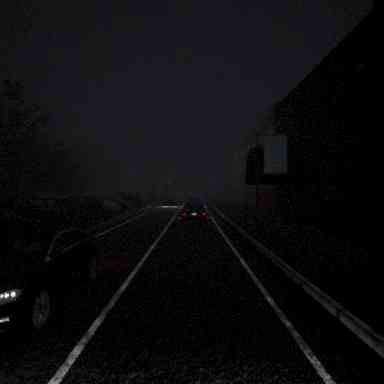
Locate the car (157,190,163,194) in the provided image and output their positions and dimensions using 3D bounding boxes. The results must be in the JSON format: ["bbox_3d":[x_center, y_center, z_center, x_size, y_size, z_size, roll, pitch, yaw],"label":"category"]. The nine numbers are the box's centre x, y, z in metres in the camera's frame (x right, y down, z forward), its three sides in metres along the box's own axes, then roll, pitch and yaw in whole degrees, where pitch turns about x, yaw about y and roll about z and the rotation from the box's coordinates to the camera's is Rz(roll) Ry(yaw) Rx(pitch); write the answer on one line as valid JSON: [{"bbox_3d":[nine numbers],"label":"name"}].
[{"bbox_3d":[-9.014,0.948,69.095,4.674,1.452,2.002,0,1,0],"label":"car"}]

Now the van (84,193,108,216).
[{"bbox_3d":[-9.374,1.253,26.572,4.442,1.987,1.878,0,0,0],"label":"van"}]

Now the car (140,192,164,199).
[{"bbox_3d":[-8.979,0.825,74.744,5.008,1.535,2.097,0,1,0],"label":"car"}]

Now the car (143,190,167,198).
[{"bbox_3d":[-8.924,0.486,80.392,5.566,2.045,2.435,0,1,0],"label":"car"}]

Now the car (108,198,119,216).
[{"bbox_3d":[-9.243,1.505,29.530,4.674,1.452,2.002,0,1,0],"label":"car"}]

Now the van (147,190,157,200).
[{"bbox_3d":[-9.181,0.802,60.615,4.442,1.987,1.878,0,1,0],"label":"van"}]

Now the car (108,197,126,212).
[{"bbox_3d":[-9.222,1.469,32.365,4.674,1.452,2.002,0,1,0],"label":"car"}]

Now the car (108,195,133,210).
[{"bbox_3d":[-9.203,1.389,35.189,5.008,1.535,2.097,0,1,0],"label":"car"}]

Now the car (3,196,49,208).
[{"bbox_3d":[-21.736,1.270,43.675,4.892,1.521,2.231,0,1,0],"label":"car"}]

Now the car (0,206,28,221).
[{"bbox_3d":[-9.332,1.434,12.564,5.008,1.535,2.097,0,0,0],"label":"car"}]

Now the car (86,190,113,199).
[{"bbox_3d":[-21.514,0.533,77.427,5.566,2.045,2.435,0,1,0],"label":"car"}]

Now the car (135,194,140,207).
[{"bbox_3d":[-9.179,1.349,40.841,4.674,1.452,2.002,0,1,0],"label":"car"}]

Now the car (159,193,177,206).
[{"bbox_3d":[-3.109,1.286,48.795,2.033,1.411,5.357,0,1,1],"label":"car"}]

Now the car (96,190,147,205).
[{"bbox_3d":[-9.189,1.018,43.662,5.566,2.045,2.435,0,1,0],"label":"car"}]

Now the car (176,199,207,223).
[{"bbox_3d":[0.155,1.520,24.918,2.033,1.411,5.357,0,0,0],"label":"car"}]

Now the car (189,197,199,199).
[{"bbox_3d":[0.272,1.362,42.871,2.033,1.411,5.357,0,1,0],"label":"car"}]

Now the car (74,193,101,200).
[{"bbox_3d":[-21.581,0.909,69.085,4.892,1.521,2.231,0,1,0],"label":"car"}]

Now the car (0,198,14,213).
[{"bbox_3d":[-21.812,1.419,35.207,4.792,1.488,2.163,0,1,0],"label":"car"}]

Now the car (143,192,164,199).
[{"bbox_3d":[-8.966,0.821,77.572,4.674,1.452,2.002,0,1,0],"label":"car"}]

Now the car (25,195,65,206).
[{"bbox_3d":[-21.703,1.190,49.197,5.008,1.535,2.097,0,1,0],"label":"car"}]

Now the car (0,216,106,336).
[{"bbox_3d":[-3.345,1.491,6.891,2.128,1.511,4.902,0,0,0],"label":"car"}]

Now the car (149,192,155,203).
[{"bbox_3d":[-8.927,1.146,52.141,5.366,1.575,1.946,0,1,0],"label":"car"}]

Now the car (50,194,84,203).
[{"bbox_3d":[-21.654,1.070,57.667,5.008,1.535,2.097,0,1,0],"label":"car"}]

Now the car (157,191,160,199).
[{"bbox_3d":[-9.019,1.018,63.443,4.792,1.488,2.163,0,1,0],"label":"car"}]

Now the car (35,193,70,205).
[{"bbox_3d":[-21.712,1.025,52.019,4.553,1.767,2.185,0,1,0],"label":"car"}]

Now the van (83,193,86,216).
[{"bbox_3d":[-9.406,1.238,21.042,4.442,1.987,1.878,0,0,0],"label":"van"}]

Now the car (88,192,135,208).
[{"bbox_3d":[-9.224,1.223,38.013,4.553,1.767,2.185,0,1,0],"label":"car"}]

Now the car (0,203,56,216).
[{"bbox_3d":[-9.326,1.444,15.389,5.008,1.535,2.097,0,0,0],"label":"car"}]

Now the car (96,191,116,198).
[{"bbox_3d":[-21.447,0.560,83.208,4.553,1.767,2.185,0,0,0],"label":"car"}]

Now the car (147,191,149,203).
[{"bbox_3d":[-9.160,1.063,49.315,4.553,1.767,2.185,0,1,0],"label":"car"}]

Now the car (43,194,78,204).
[{"bbox_3d":[-21.660,1.110,54.843,5.008,1.535,2.097,0,1,0],"label":"car"}]

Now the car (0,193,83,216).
[{"bbox_3d":[-9.277,1.203,18.216,5.566,2.045,2.435,0,0,0],"label":"car"}]

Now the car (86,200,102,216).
[{"bbox_3d":[-9.275,1.513,23.865,4.674,1.452,2.002,0,0,0],"label":"car"}]

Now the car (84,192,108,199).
[{"bbox_3d":[-21.564,0.826,74.731,4.892,1.521,2.231,0,1,0],"label":"car"}]
